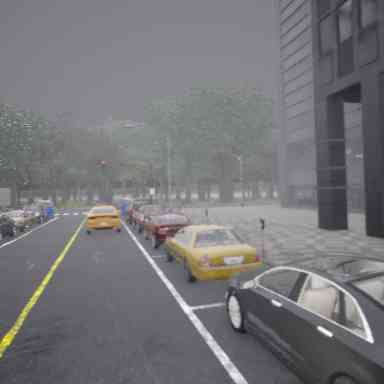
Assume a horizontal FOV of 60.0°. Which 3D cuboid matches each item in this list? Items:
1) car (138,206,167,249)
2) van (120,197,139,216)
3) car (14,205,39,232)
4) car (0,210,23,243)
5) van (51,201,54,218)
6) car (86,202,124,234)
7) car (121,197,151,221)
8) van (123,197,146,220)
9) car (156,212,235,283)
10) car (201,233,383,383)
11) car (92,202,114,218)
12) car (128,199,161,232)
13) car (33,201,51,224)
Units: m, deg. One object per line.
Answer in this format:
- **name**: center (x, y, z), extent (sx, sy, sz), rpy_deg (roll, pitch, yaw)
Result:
- **car**: center (-1.060, 1.535, 14.637), extent (1.887, 1.381, 4.507), rpy_deg (-2, 0, -15)
- **van**: center (-6.747, 1.475, 35.631), extent (1.690, 1.788, 3.998), rpy_deg (-2, 0, -15)
- **car**: center (-12.080, 1.892, 22.744), extent (1.752, 1.417, 4.829), rpy_deg (-2, 0, -15)
- **car**: center (-10.702, 1.898, 17.659), extent (1.947, 1.339, 4.313), rpy_deg (-2, 0, -15)
- **van**: center (-14.971, 1.781, 33.405), extent (1.690, 1.788, 3.998), rpy_deg (-2, 0, -15)
- **car**: center (-5.504, 1.610, 20.746), extent (1.882, 1.535, 5.008), rpy_deg (-2, 0, -15)
- **car**: center (-3.908, 1.376, 25.134), extent (2.192, 1.841, 5.009), rpy_deg (-2, 0, -15)
- **van**: center (-5.327, 1.439, 30.383), extent (1.690, 1.788, 3.998), rpy_deg (-2, 0, -15)
- **car**: center (0.315, 1.482, 9.552), extent (1.752, 1.417, 4.829), rpy_deg (-2, 0, -15)
- **car**: center (1.780, 1.472, 4.139), extent (2.008, 1.369, 4.403), rpy_deg (-2, 0, -15)
- **car**: center (-9.085, 1.787, 33.966), extent (1.994, 1.385, 4.181), rpy_deg (-2, 0, -15)
- **car**: center (-2.484, 1.466, 19.885), extent (1.967, 1.590, 4.097), rpy_deg (-2, 0, -15)
- **car**: center (-13.547, 1.844, 28.156), extent (1.967, 1.590, 4.097), rpy_deg (-2, 0, -15)
